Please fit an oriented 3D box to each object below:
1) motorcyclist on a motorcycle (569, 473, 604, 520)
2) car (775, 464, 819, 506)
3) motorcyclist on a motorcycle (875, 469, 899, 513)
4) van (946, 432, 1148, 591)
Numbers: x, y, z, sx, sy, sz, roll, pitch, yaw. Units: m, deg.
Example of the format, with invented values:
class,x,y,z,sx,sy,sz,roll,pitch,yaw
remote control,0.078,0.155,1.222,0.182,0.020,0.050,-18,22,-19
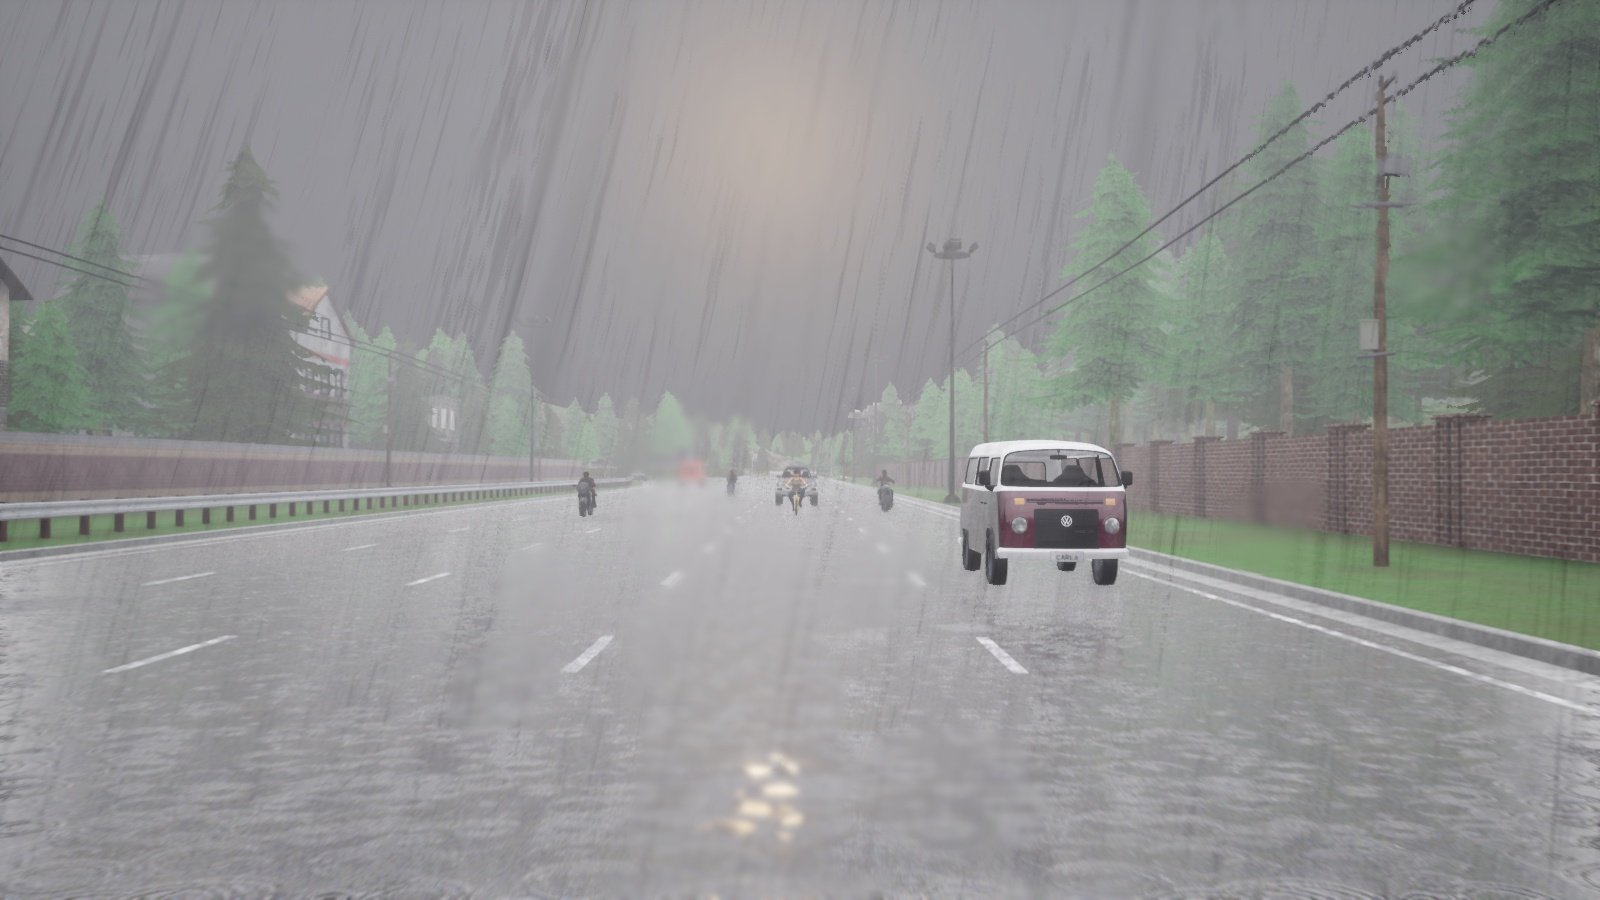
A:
class,x,y,z,sx,sy,sz,roll,pitch,yaw
motorcyclist on a motorcycle,-7.101,1.526,41.857,0.797,1.523,2.044,0,-1,0
car,-0.139,1.596,57.407,1.932,1.855,4.605,0,-2,0
motorcyclist on a motorcycle,3.382,1.572,49.052,0.766,1.649,2.350,0,-1,0
van,3.454,0.834,18.484,2.069,2.038,4.480,0,-1,0
